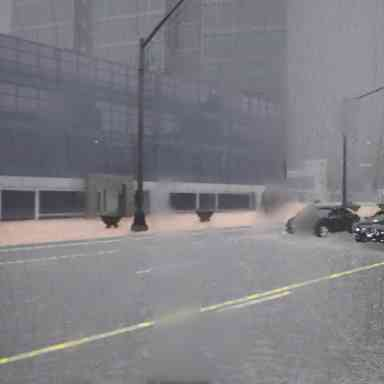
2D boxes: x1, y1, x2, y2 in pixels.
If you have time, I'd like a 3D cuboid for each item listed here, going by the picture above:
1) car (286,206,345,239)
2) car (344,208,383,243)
[{"bbox_3d":[7.005,1.510,17.583,4.892,1.490,1.837,0,0,-35],"label":"car"},{"bbox_3d":[9.101,1.510,14.779,4.892,1.490,1.837,1,0,-35],"label":"car"}]
